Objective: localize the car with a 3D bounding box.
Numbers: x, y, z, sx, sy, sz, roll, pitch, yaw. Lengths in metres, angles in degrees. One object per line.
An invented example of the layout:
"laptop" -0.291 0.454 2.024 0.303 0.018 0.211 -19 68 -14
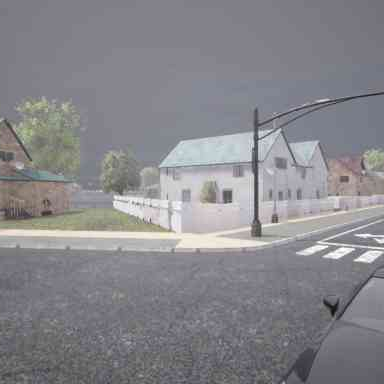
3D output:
"car" 2.542 1.524 3.432 1.812 1.442 4.674 0 0 42
